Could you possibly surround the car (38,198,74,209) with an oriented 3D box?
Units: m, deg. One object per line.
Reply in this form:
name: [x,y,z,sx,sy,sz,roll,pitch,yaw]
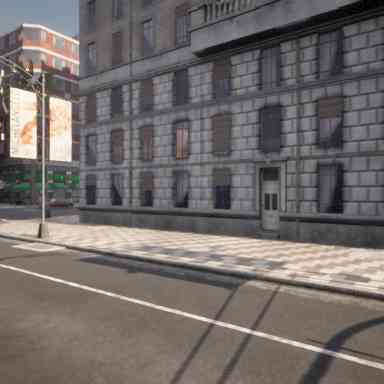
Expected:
car: [-18.067,1.525,44.397,1.812,1.442,4.674,0,0,36]
